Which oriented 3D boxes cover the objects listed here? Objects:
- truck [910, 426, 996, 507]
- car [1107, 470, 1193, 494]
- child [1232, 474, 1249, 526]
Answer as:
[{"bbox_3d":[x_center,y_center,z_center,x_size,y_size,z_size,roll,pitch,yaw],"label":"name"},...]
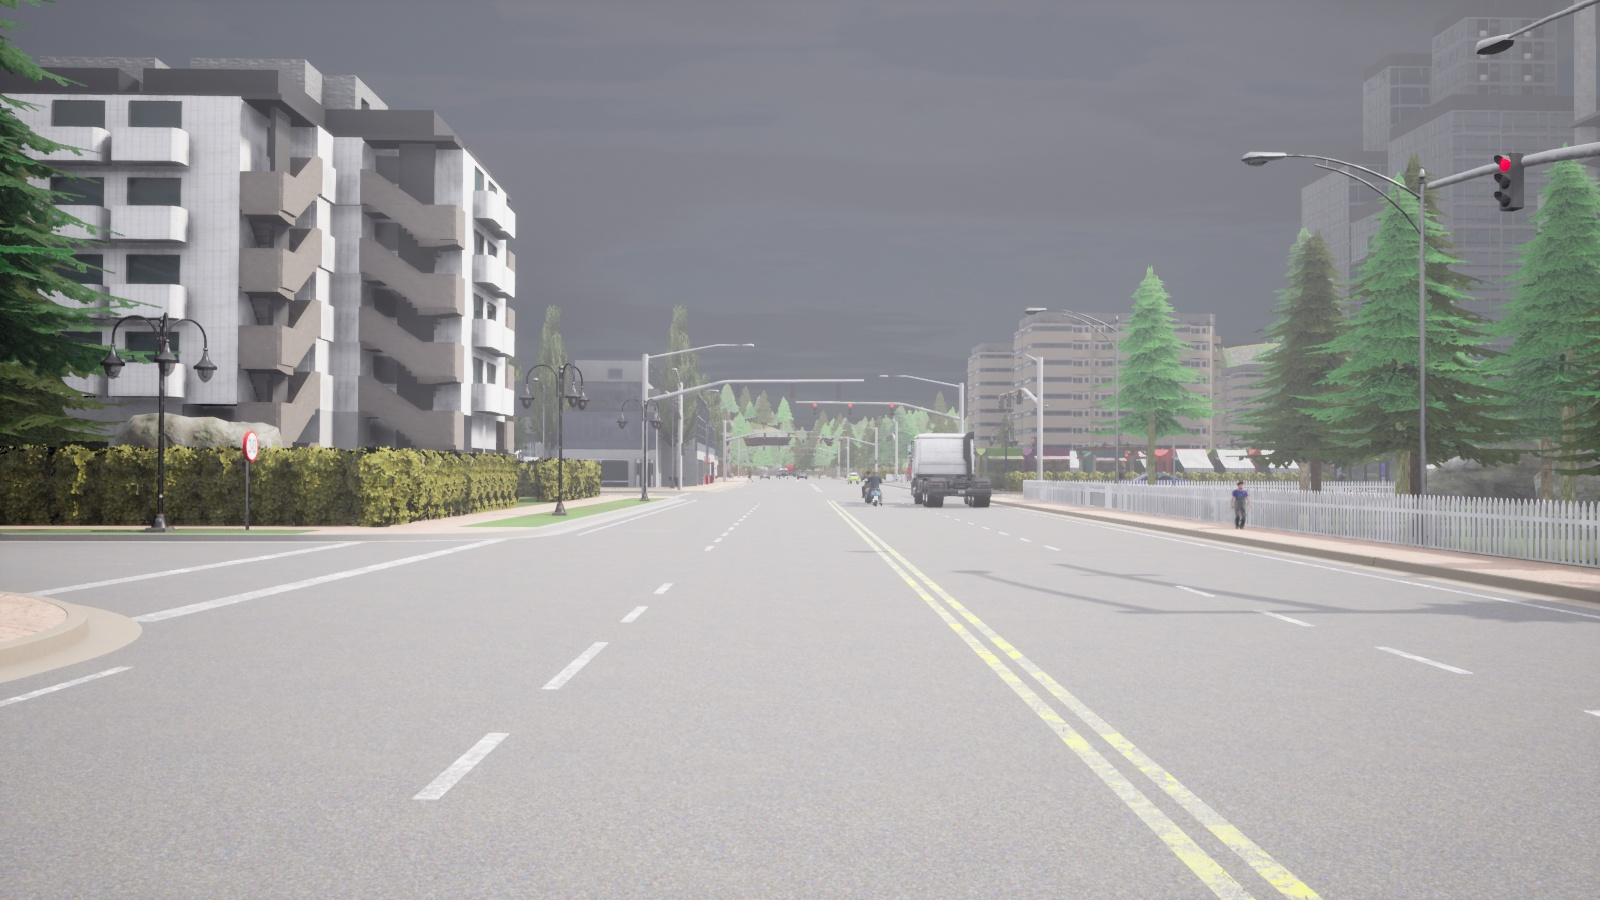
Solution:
[{"bbox_3d":[6.860,0.768,57.460,2.891,3.462,7.936,0,-1,0],"label":"truck"},{"bbox_3d":[22.624,2.063,81.258,5.008,1.535,1.882,0,-1,-2],"label":"car"},{"bbox_3d":[10.928,1.231,31.157,0.270,1.263,0.437,0,-1,0],"label":"child"}]
